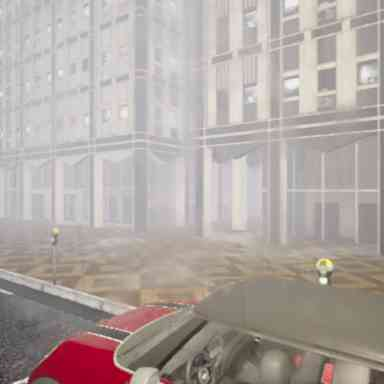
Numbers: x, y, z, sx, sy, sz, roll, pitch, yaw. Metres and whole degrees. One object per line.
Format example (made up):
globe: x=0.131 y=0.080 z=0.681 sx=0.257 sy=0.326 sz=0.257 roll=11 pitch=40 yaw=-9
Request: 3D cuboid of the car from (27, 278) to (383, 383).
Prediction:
car: x=0.515 y=1.436 z=2.510 sx=4.097 sy=1.590 sz=1.967 roll=0 pitch=0 yaw=35
